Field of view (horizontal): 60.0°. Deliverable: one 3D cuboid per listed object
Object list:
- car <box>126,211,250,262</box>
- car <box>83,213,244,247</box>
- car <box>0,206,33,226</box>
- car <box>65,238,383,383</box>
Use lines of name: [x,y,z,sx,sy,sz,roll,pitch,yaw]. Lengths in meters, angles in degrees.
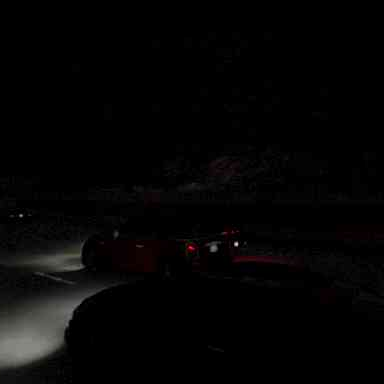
car: [-0.305,1.608,13.269,4.892,1.490,1.837,-1,0,39]
car: [-1.131,1.432,9.460,4.553,1.767,2.097,-1,-1,38]
car: [-14.423,1.850,26.673,2.033,1.411,5.357,0,-1,-42]
car: [0.520,1.550,3.747,4.674,1.442,1.812,-1,0,36]
